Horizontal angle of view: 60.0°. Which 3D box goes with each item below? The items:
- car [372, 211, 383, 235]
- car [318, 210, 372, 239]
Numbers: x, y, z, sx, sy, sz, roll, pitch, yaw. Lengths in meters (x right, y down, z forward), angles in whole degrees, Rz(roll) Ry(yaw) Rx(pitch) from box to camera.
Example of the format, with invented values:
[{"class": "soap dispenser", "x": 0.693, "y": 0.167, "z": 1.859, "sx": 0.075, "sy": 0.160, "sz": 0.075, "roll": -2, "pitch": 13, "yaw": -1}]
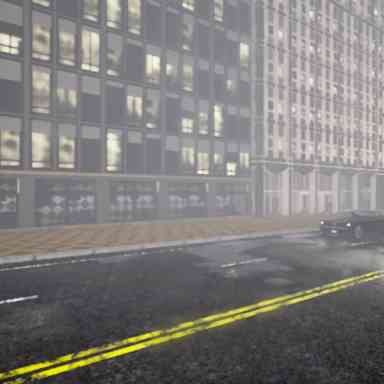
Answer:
[{"class": "car", "x": 10.632, "y": 1.570, "z": 15.152, "sx": 4.902, "sy": 1.511, "sz": 2.128, "roll": 1, "pitch": 0, "yaw": -35}, {"class": "car", "x": 8.920, "y": 1.679, "z": 17.922, "sx": 4.718, "sy": 1.301, "sz": 1.895, "roll": 0, "pitch": 0, "yaw": -35}]
